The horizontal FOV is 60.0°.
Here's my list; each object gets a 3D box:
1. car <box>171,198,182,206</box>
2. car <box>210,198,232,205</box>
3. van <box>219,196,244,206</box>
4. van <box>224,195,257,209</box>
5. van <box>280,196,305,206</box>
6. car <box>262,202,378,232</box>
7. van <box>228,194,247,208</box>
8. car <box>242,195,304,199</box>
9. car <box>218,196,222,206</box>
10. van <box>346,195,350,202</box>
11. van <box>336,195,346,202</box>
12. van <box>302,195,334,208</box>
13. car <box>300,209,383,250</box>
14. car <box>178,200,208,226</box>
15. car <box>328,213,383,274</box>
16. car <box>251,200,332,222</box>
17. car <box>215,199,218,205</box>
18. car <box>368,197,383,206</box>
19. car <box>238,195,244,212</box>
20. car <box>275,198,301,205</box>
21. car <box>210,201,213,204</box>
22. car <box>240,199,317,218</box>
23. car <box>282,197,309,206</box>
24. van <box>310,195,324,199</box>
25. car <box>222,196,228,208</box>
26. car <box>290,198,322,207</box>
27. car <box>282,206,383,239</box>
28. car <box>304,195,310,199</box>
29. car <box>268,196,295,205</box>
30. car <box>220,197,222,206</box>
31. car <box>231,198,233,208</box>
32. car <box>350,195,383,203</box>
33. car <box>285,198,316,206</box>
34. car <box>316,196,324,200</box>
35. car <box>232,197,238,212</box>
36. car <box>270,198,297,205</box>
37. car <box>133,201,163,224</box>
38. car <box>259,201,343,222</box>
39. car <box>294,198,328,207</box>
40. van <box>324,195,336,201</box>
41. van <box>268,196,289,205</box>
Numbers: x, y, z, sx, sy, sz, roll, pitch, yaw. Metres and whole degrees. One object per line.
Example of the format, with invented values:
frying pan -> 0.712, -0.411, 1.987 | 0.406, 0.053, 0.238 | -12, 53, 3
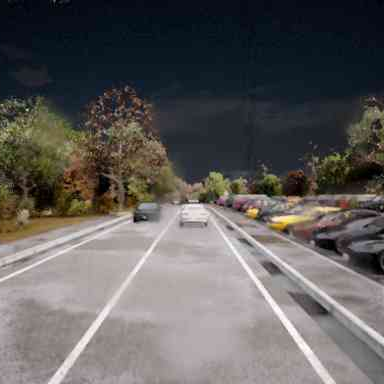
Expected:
car -> -3.071, 2.022, 66.683 | 2.128, 1.511, 4.902 | 0, -1, 0
car -> 7.145, 2.333, 82.052 | 5.366, 1.575, 1.946 | 0, -1, 0
van -> 7.360, 1.700, 62.642 | 4.442, 1.987, 1.878 | 0, -1, 0
van -> 7.065, 1.443, 48.764 | 4.442, 1.987, 1.878 | 0, -1, 0
van -> 20.464, 1.797, 67.930 | 4.442, 1.987, 1.878 | 0, -1, 0
car -> 6.859, 1.516, 18.243 | 5.366, 1.575, 1.946 | 0, 0, 0
van -> 7.027, 1.348, 40.453 | 4.442, 1.987, 1.878 | 0, 0, 0
car -> 7.063, 1.421, 29.347 | 4.553, 1.767, 2.185 | 0, 0, 0
car -> 7.176, 1.801, 54.312 | 4.792, 1.488, 2.163 | 0, -1, 0
van -> 20.328, 1.338, 37.603 | 4.442, 1.987, 1.878 | 0, 0, 0
van -> 20.340, 1.345, 40.248 | 4.442, 1.987, 1.878 | 0, 0, 0
van -> 20.402, 1.540, 54.081 | 4.442, 1.987, 1.878 | 0, -1, 0
car -> 6.990, 1.535, 12.690 | 4.792, 1.488, 2.163 | 0, 0, 0
car -> 0.139, 1.555, 23.332 | 1.812, 1.442, 4.674 | 0, 0, 0
car -> 6.978, 1.528, 9.914 | 4.792, 1.488, 2.163 | 0, 0, 0
car -> 7.063, 1.534, 23.794 | 4.892, 1.521, 2.231 | 0, 0, 0
car -> 7.237, 1.875, 59.862 | 5.008, 1.535, 2.097 | 0, -1, 0
car -> 20.180, 1.550, 31.938 | 5.008, 1.535, 2.097 | 0, 0, 0
car -> 7.075, 1.428, 32.123 | 4.553, 1.767, 2.185 | 0, 0, 0
car -> 20.353, 2.075, 70.696 | 4.892, 1.521, 2.231 | 0, -1, 0
car -> 7.253, 1.830, 70.970 | 5.566, 2.045, 2.435 | 0, -1, 0
car -> 6.896, 1.537, 26.571 | 5.366, 1.575, 1.946 | 0, 0, 0
car -> 20.303, 1.846, 65.159 | 4.553, 1.767, 2.185 | 0, -1, 0
van -> 20.143, 1.437, 48.543 | 4.442, 1.987, 1.878 | 0, -1, 0
car -> 7.185, 1.330, 43.228 | 5.566, 2.045, 2.435 | 0, 0, 0
car -> 20.305, 1.868, 59.617 | 5.008, 1.535, 2.097 | 0, -1, 0
car -> 7.003, 1.542, 15.466 | 4.792, 1.488, 2.163 | 0, 0, 0
car -> 20.088, 1.711, 51.307 | 5.366, 1.575, 1.946 | 0, -1, 0
car -> 20.412, 1.933, 76.236 | 5.566, 2.045, 2.435 | 0, -1, 0
car -> 7.196, 1.760, 51.534 | 4.674, 1.452, 2.002 | 0, -1, 0
car -> 7.134, 1.607, 37.675 | 4.674, 1.452, 2.002 | 0, 0, 0
car -> 20.170, 1.306, 34.834 | 5.566, 2.045, 2.435 | 0, 0, 0
car -> 20.318, 1.922, 62.512 | 5.008, 1.535, 2.097 | 0, -1, 0
car -> 20.253, 1.611, 45.769 | 5.008, 1.535, 2.097 | 0, -1, 0
car -> 7.114, 1.560, 34.899 | 5.008, 1.535, 2.097 | 0, 0, 0
car -> 20.187, 2.124, 73.464 | 5.366, 1.575, 1.946 | 0, -1, 0
car -> -3.303, 1.515, 25.669 | 1.882, 1.535, 5.008 | 0, 0, 0
car -> 7.063, 1.527, 21.018 | 4.892, 1.521, 2.231 | 0, 0, 0
car -> 20.292, 1.818, 56.847 | 4.892, 1.521, 2.231 | 0, -1, 0
van -> 20.120, 1.352, 43.153 | 4.442, 1.987, 1.878 | 0, -1, 0
van -> 20.515, 2.029, 79.127 | 4.442, 1.987, 1.878 | 0, -1, 0
